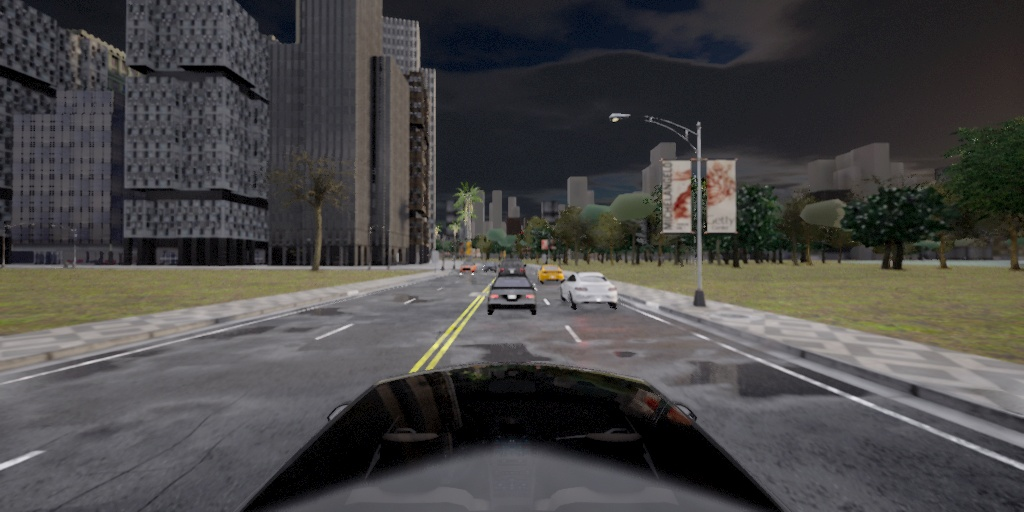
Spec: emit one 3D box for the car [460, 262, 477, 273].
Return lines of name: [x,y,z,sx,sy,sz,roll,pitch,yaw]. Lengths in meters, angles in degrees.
car: [-6.513,1.641,53.755,2.097,1.767,4.553,0,0,1]

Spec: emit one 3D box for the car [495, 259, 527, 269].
car: [0.013,1.261,29.435,2.150,2.045,5.566,0,0,0]

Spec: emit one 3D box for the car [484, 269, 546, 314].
car: [0.010,1.427,14.389,2.033,1.411,5.357,0,-1,0]

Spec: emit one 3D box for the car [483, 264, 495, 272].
car: [-3.249,1.846,54.633,2.033,1.411,5.357,0,-1,0]

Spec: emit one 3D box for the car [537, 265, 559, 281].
car: [3.279,1.531,31.104,1.882,1.535,5.008,0,0,0]

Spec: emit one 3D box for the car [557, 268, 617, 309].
car: [3.273,1.419,15.765,1.812,1.442,4.674,0,0,0]
